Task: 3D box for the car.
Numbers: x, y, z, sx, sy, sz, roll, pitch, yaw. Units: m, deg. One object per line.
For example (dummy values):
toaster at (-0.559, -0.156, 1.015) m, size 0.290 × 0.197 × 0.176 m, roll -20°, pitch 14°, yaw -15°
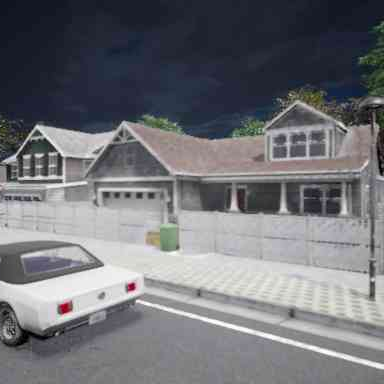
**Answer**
car at (-3.218, 1.590, 6.291) m, size 4.718 × 1.301 × 1.895 m, roll 0°, pitch 0°, yaw 36°
